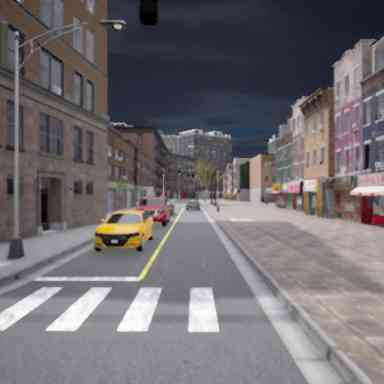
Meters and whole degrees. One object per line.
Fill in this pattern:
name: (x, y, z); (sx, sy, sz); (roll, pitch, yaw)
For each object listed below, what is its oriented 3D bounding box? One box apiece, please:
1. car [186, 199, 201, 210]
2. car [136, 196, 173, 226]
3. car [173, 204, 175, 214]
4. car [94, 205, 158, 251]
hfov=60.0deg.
car: (0.165, 1.748, 46.299); (2.128, 1.511, 4.902); (0, 0, 0)
car: (-2.813, 1.350, 24.648); (2.150, 2.045, 5.566); (0, 0, 0)
car: (-2.788, 1.678, 34.993); (2.128, 1.511, 4.902); (0, 0, 0)
car: (-2.824, 1.552, 14.668); (1.882, 1.535, 5.008); (0, 0, 0)
